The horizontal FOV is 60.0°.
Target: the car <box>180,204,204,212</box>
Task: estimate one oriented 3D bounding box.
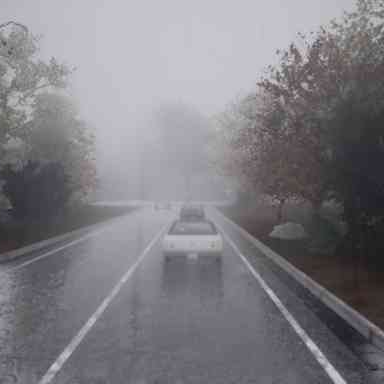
[{"bbox_3d":[0.045,1.629,27.060,1.895,1.301,4.718,0,0,1],"label":"car"}]

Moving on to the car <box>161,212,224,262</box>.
[{"bbox_3d":[0.043,1.614,12.060,1.895,1.301,4.718,0,0,1],"label":"car"}]

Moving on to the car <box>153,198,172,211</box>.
[{"bbox_3d":[-3.541,1.534,40.488,2.128,1.511,4.902,0,0,1],"label":"car"}]
